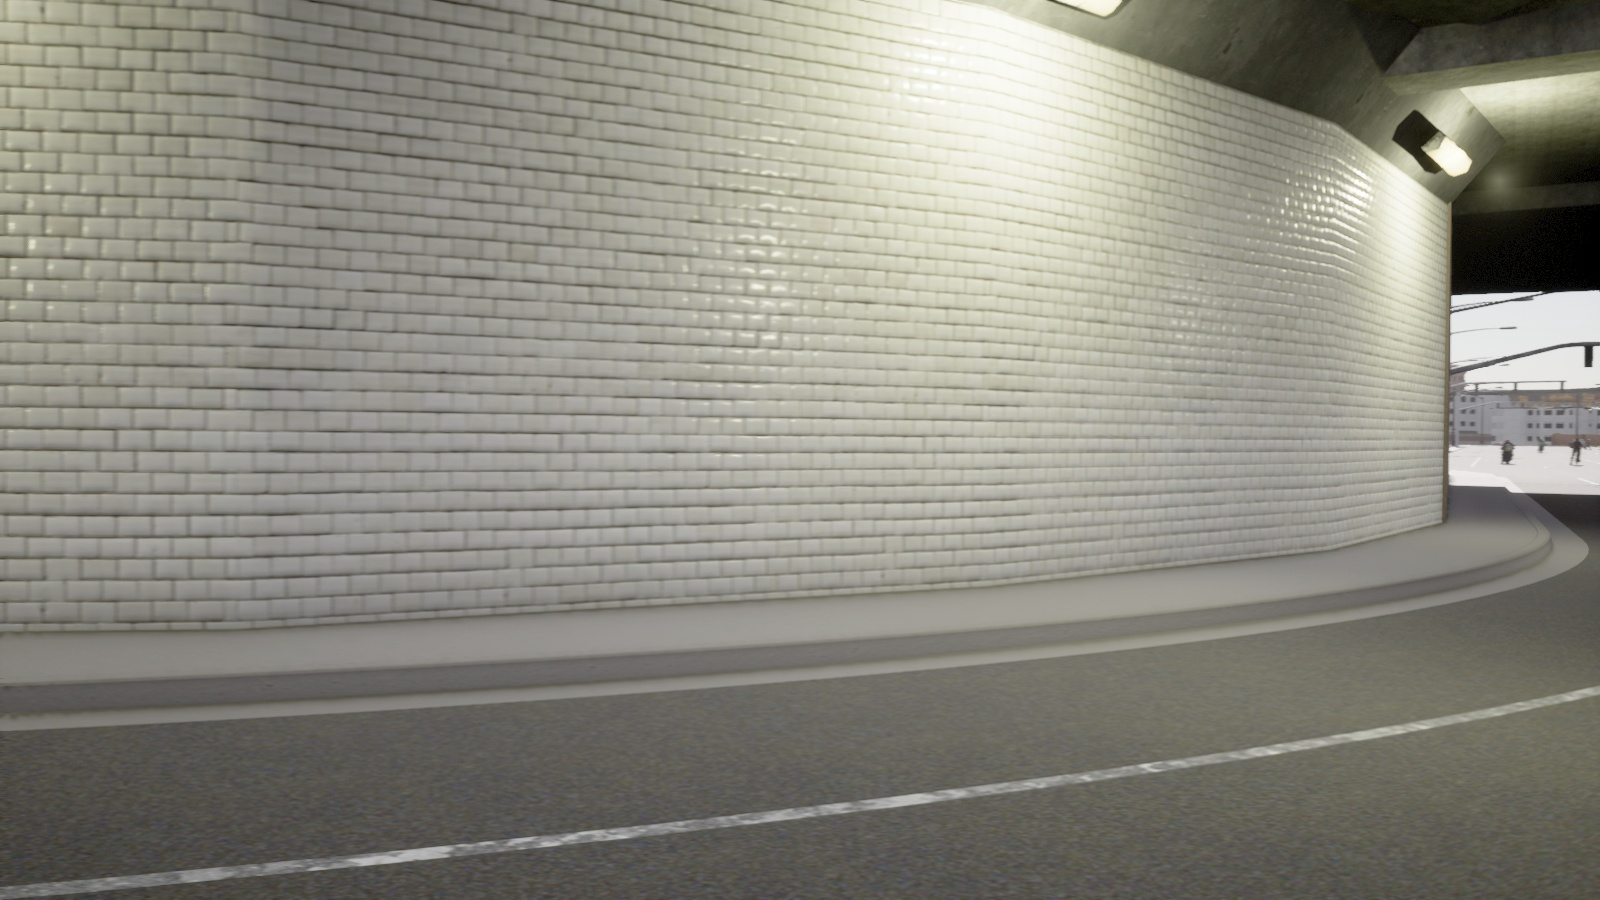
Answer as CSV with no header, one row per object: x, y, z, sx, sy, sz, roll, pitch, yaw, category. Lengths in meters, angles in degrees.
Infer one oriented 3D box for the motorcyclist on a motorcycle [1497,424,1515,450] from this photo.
42.141,-0.771,74.966,0.866,1.530,2.191,0,1,28,motorcyclist on a motorcycle
